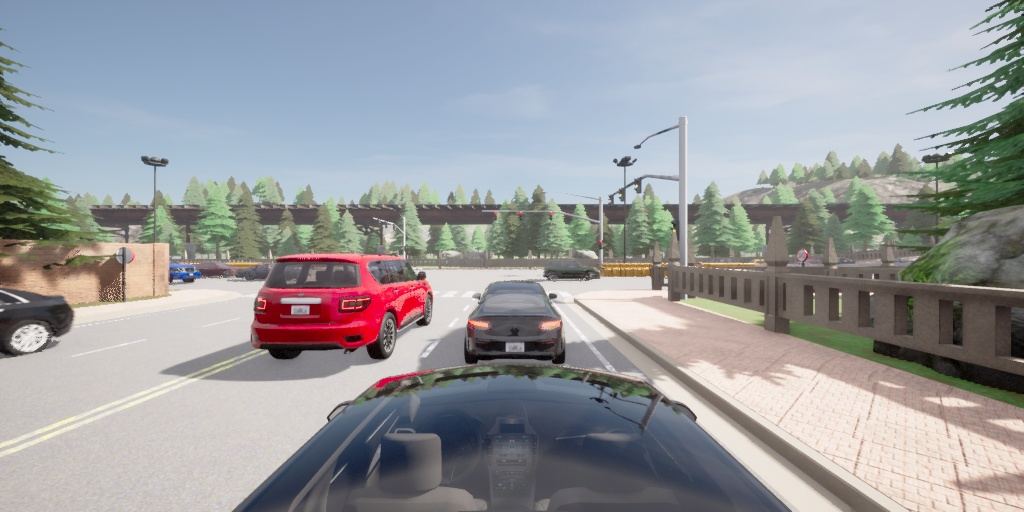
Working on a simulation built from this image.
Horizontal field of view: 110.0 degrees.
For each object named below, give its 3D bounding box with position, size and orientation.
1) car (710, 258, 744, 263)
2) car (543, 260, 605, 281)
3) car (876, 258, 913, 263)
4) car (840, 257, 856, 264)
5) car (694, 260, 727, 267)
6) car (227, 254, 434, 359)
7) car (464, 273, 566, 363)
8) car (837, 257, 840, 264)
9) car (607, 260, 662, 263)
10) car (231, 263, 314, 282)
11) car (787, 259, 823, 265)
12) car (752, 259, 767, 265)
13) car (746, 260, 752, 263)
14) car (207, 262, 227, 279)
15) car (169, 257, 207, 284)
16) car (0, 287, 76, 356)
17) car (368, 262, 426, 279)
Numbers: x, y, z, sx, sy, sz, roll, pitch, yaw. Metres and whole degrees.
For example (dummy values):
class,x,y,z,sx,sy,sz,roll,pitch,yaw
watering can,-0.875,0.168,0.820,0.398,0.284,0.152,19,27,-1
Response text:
class,x,y,z,sx,sy,sz,roll,pitch,yaw
car,22.433,1.102,39.573,4.553,1.767,2.097,0,0,0
car,4.747,1.102,28.947,4.553,1.767,2.097,0,0,0
car,42.054,0.974,39.534,5.357,1.411,2.033,-3,0,0
car,41.609,0.953,46.535,4.892,1.490,1.837,-3,0,0
car,16.509,1.314,32.393,4.181,1.385,1.994,0,0,0
car,-3.440,0.971,8.515,2.150,2.045,5.566,0,0,0
car,0.063,1.276,7.963,1.812,1.442,4.674,0,0,0
car,35.687,1.141,43.050,5.008,1.535,1.882,-1,0,0
car,13.412,1.228,39.609,5.008,1.535,1.882,0,0,0
car,-19.273,1.297,29.058,5.357,1.411,2.033,0,0,0
car,31.421,1.337,39.555,4.718,1.301,1.895,0,0,0
car,31.746,1.210,46.553,5.008,1.535,1.882,-1,0,0
car,25.538,1.102,43.064,4.553,1.767,2.097,0,0,0
car,-26.790,1.275,32.590,4.674,1.442,1.812,0,0,0
car,-25.657,0.971,25.580,5.566,2.045,2.150,0,0,-1
car,-10.566,1.255,5.801,1.837,1.490,4.892,0,0,0
car,-10.318,1.275,32.517,4.674,1.442,1.812,0,0,0
